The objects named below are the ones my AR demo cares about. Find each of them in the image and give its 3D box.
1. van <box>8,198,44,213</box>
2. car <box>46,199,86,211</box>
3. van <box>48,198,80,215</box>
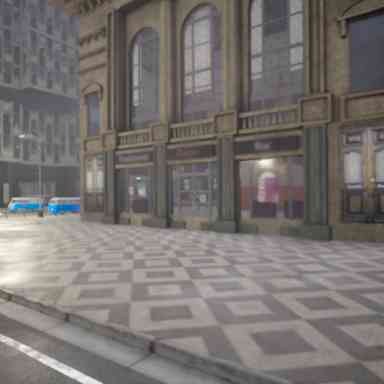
[{"bbox_3d":[-20.021,1.589,40.248,1.690,1.788,3.998,0,0,36],"label":"van"},{"bbox_3d":[-16.838,1.763,44.670,1.752,1.417,4.829,0,0,36],"label":"car"},{"bbox_3d":[-13.101,1.516,35.270,1.690,1.788,3.998,0,0,36],"label":"van"}]
